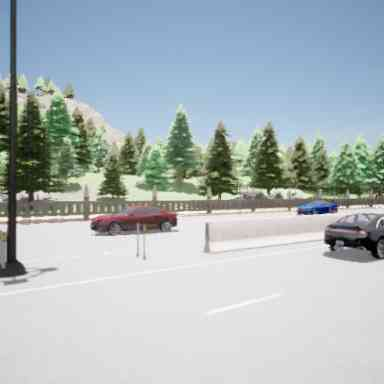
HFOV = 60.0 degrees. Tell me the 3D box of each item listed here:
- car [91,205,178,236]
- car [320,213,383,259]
[{"bbox_3d":[-3.151,1.523,18.824,5.008,1.535,1.882,1,0,-34],"label":"car"},{"bbox_3d":[7.141,1.559,12.875,4.902,1.511,2.128,0,0,-34],"label":"car"}]
